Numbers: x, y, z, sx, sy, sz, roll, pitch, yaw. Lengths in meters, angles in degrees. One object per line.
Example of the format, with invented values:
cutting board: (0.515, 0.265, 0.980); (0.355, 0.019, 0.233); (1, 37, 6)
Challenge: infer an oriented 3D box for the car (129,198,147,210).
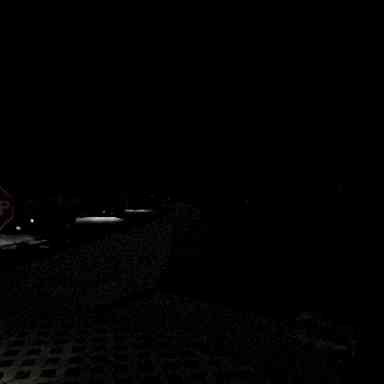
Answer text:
car: (-7.341, 1.550, 45.493); (1.882, 1.535, 5.008); (0, 0, 0)

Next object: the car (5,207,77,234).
car: (-8.603, 1.562, 19.254); (1.895, 1.301, 4.718); (0, 0, 8)

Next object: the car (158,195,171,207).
car: (-4.678, 1.695, 55.652); (1.994, 1.385, 4.181); (0, 0, -3)

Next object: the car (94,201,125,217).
car: (-7.671, 1.576, 31.283); (1.994, 1.385, 4.181); (0, 0, 2)
